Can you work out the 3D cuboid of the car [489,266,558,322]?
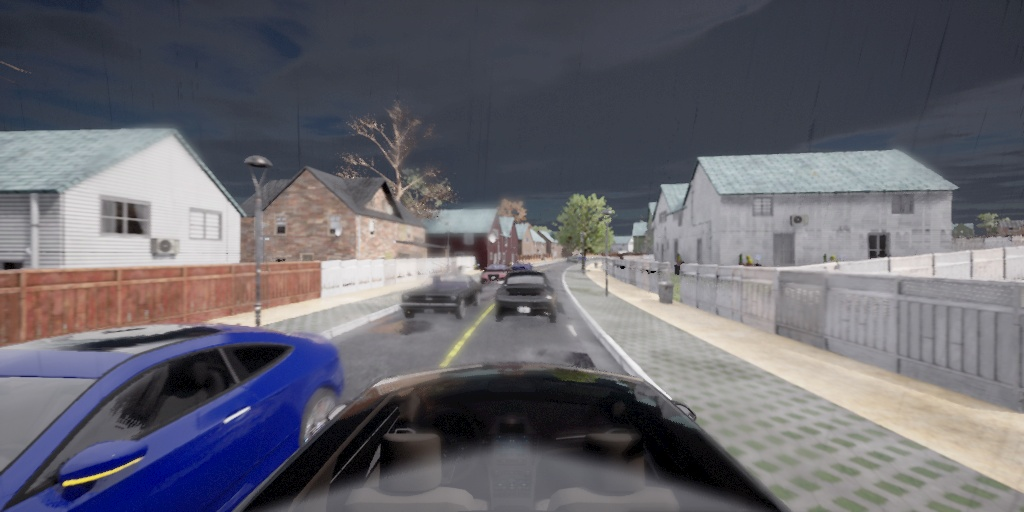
[{"bbox_3d":[0.518,1.254,12.283,1.837,1.490,4.892,0,0,4],"label":"car"}]

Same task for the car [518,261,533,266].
[{"bbox_3d":[1.105,1.226,39.326,1.895,1.301,4.718,0,1,10],"label":"car"}]

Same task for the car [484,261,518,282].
[{"bbox_3d":[-1.006,1.257,25.758,1.994,1.385,4.181,0,0,7],"label":"car"}]

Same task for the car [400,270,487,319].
[{"bbox_3d":[-2.291,1.320,12.761,1.895,1.301,4.718,0,0,4],"label":"car"}]

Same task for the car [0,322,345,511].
[{"bbox_3d":[-2.764,1.263,2.210,1.812,1.442,4.674,0,0,1],"label":"car"}]
